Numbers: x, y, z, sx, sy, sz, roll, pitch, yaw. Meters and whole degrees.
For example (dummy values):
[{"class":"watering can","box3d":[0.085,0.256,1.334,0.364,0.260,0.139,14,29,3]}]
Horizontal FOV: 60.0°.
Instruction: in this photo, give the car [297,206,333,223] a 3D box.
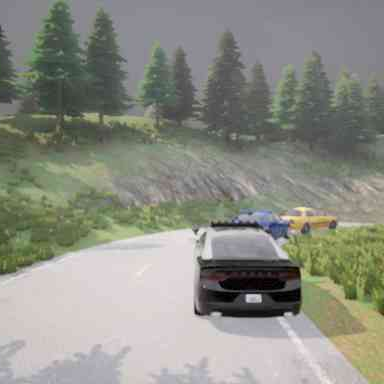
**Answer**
[{"class":"car","box3d":[6.782,1.603,19.812,5.366,1.575,1.801,0,-1,-39]}]

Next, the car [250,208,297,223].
[{"class":"car","box3d":[3.253,1.598,15.857,1.882,1.535,5.008,0,-1,32]}]

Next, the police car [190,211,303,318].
[{"class":"police car","box3d":[0.973,1.485,7.808,1.930,1.638,5.238,0,0,0]}]
